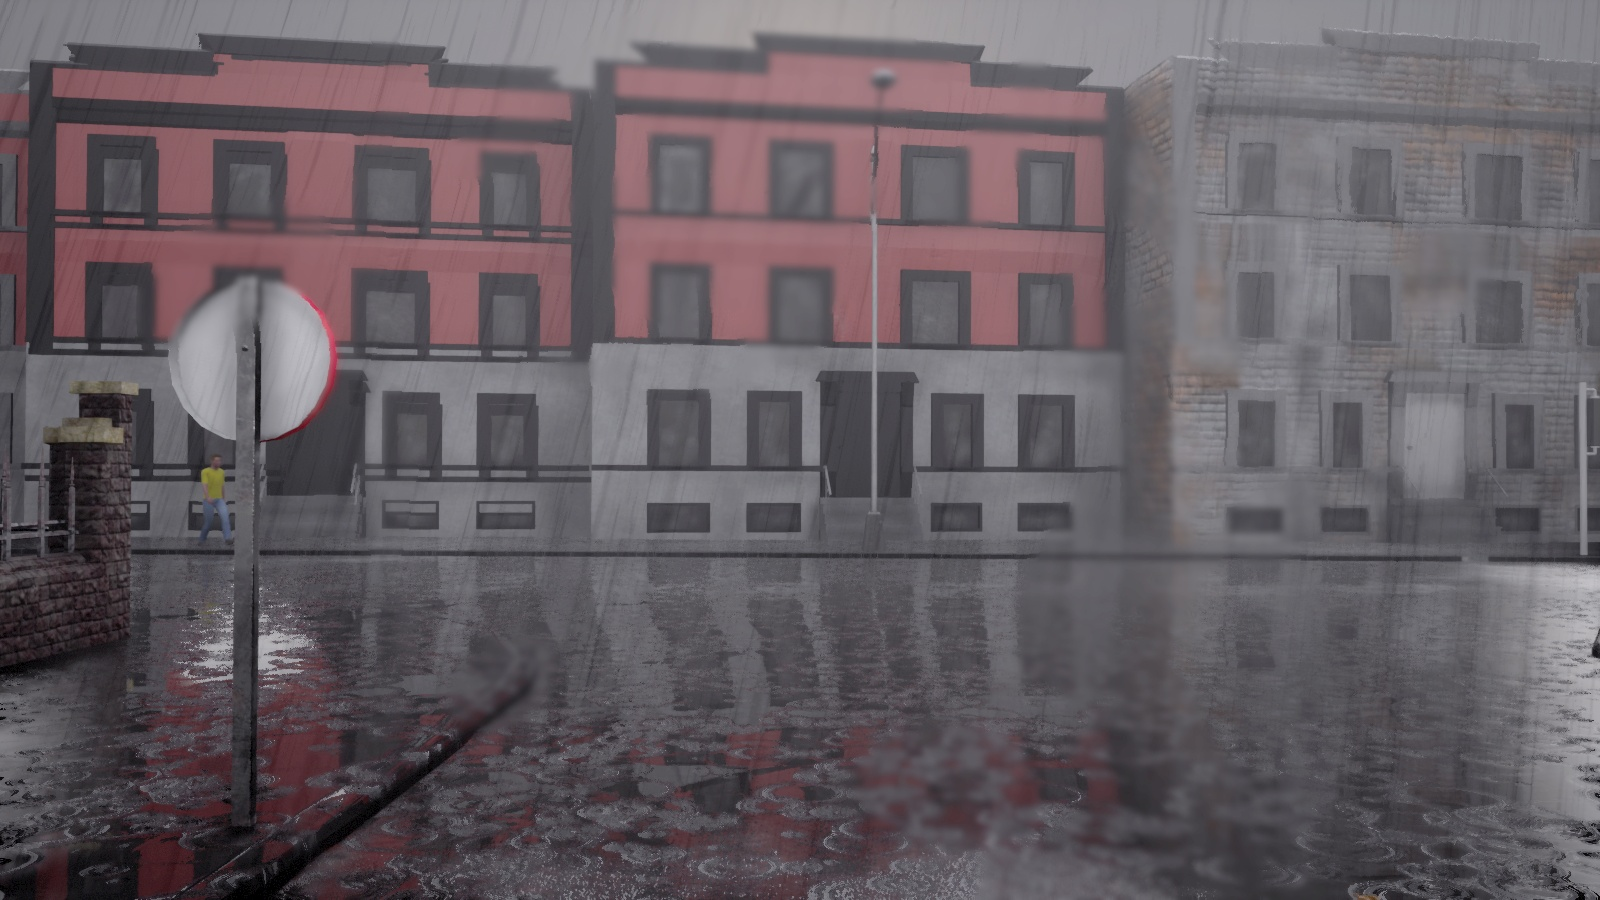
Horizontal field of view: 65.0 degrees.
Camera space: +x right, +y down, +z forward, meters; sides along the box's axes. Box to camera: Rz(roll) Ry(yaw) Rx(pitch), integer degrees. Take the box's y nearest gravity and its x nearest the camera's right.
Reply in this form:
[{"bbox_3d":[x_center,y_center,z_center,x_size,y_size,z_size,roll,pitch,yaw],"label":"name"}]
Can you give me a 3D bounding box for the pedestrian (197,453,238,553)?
[{"bbox_3d":[-10.897,0.985,23.507,0.706,1.836,0.354,-1,-1,31],"label":"pedestrian"}]
